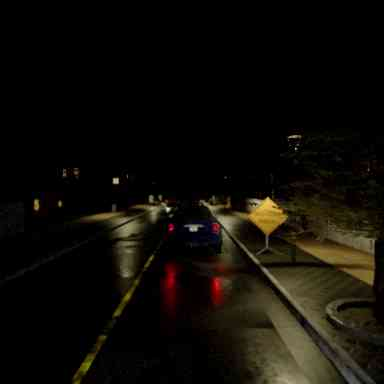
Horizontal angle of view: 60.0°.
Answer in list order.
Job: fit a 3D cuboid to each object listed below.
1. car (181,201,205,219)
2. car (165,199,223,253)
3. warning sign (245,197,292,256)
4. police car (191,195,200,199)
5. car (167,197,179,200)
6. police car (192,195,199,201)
[{"bbox_3d":[0.077,1.561,29.715,1.994,1.385,4.181,0,0,0],"label":"car"},{"bbox_3d":[0.069,1.340,13.853,2.097,1.767,4.553,0,0,0],"label":"car"},{"bbox_3d":[2.532,1.106,11.209,1.300,1.860,1.060,1,1,0],"label":"warning sign"},{"bbox_3d":[0.838,1.595,81.347,1.930,1.638,5.238,0,0,0],"label":"police car"},{"bbox_3d":[-2.819,1.522,51.210,1.882,1.535,5.008,0,0,0],"label":"car"},{"bbox_3d":[0.840,1.653,91.349,1.930,1.638,5.238,0,0,0],"label":"police car"}]
